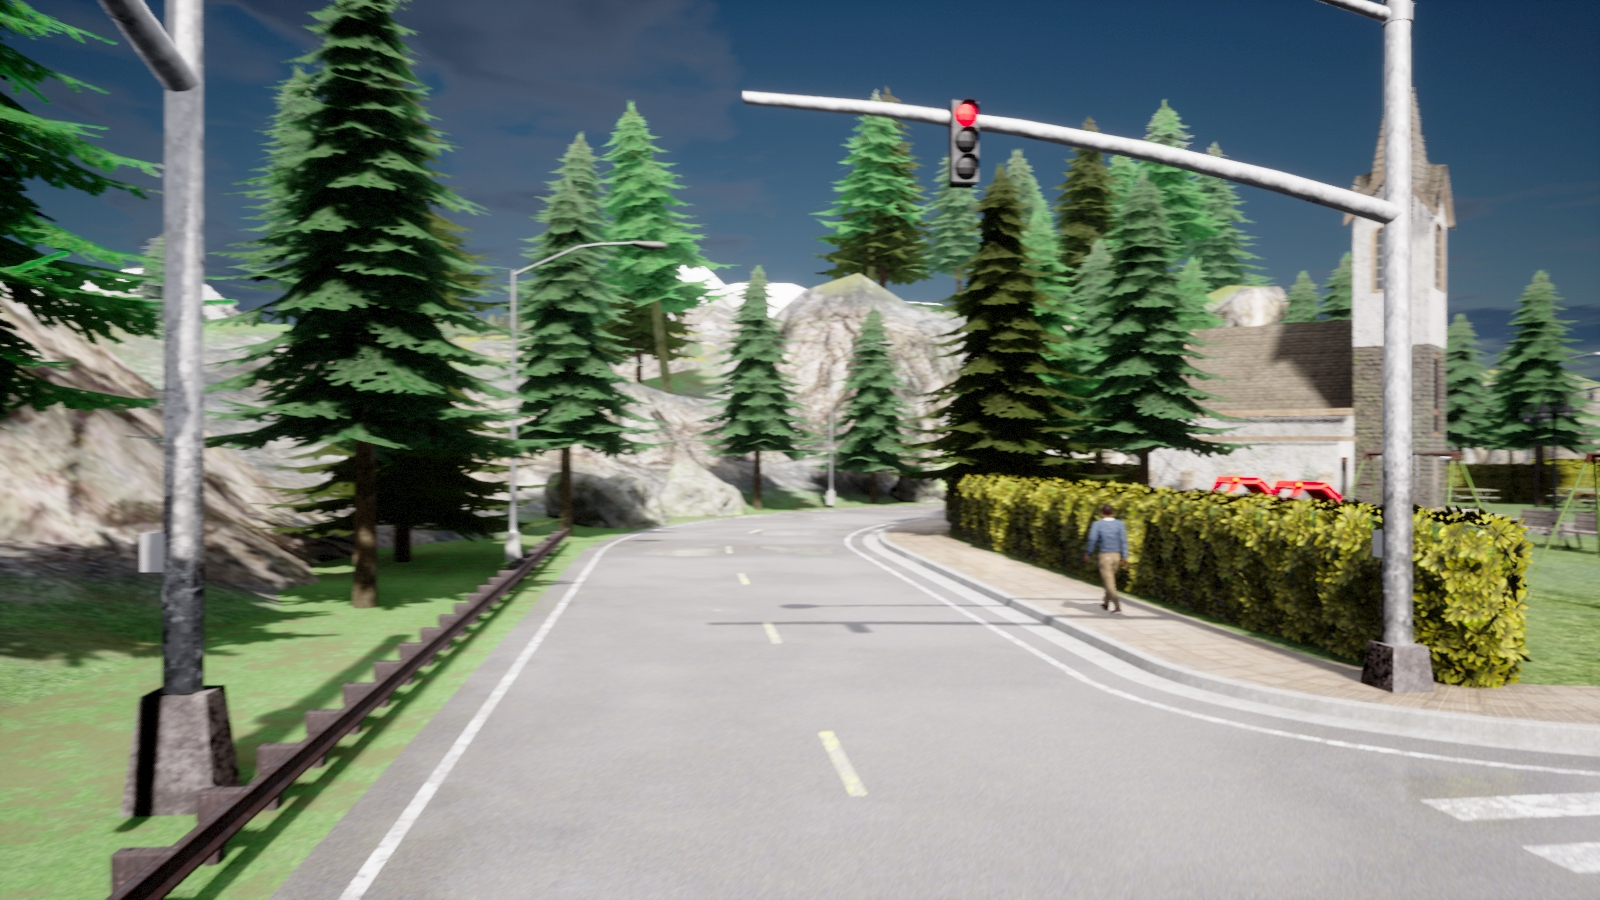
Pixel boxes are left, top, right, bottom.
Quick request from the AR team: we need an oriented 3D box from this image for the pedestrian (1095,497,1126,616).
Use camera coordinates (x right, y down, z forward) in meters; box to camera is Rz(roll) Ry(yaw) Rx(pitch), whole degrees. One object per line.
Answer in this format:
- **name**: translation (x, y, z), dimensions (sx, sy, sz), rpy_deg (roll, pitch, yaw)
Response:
- **pedestrian**: translation (4.951, 1.693, 18.235), dimensions (0.375, 1.860, 0.375), rpy_deg (0, 0, -4)
